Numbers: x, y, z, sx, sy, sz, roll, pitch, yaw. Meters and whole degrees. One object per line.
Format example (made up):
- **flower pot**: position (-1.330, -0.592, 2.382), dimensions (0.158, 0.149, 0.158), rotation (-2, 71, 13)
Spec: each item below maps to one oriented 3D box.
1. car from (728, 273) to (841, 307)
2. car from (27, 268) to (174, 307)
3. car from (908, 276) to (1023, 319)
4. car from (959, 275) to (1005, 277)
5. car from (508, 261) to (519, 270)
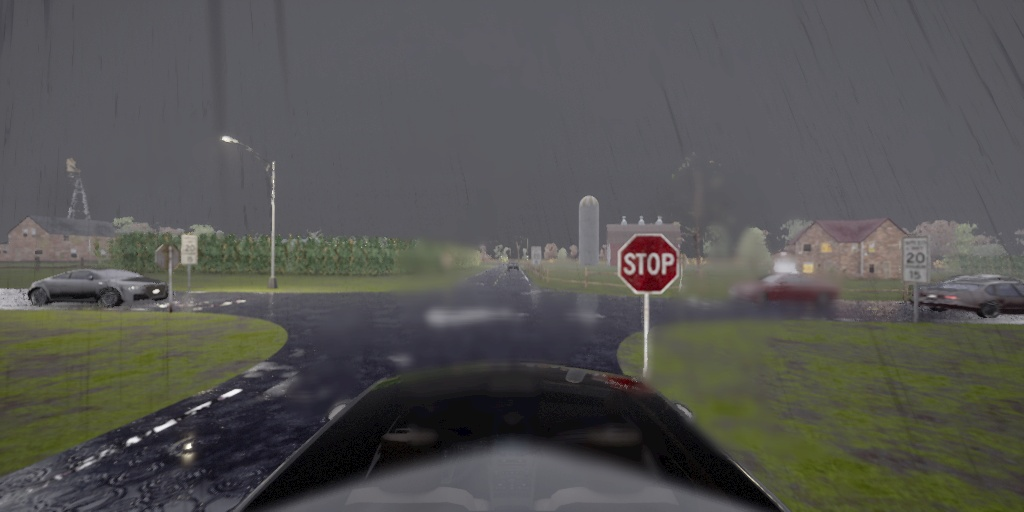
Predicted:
- **car**: position (12.949, 1.560, 17.181), dimensions (4.674, 1.442, 1.812), rotation (1, 0, 1)
- **car**: position (-16.047, 1.194, 14.151), dimensions (4.181, 1.385, 1.994), rotation (1, 0, 0)
- **car**: position (19.264, 1.683, 14.282), dimensions (5.357, 1.411, 2.033), rotation (1, 0, 1)
- **car**: position (22.168, 1.667, 17.159), dimensions (4.892, 1.490, 1.837), rotation (1, 0, 0)
- **car**: position (0.218, 1.671, 61.284), dimensions (1.837, 1.490, 4.892), rotation (0, -1, 0)
